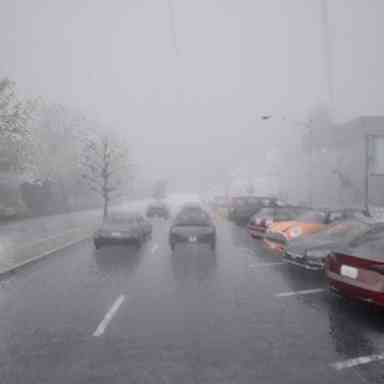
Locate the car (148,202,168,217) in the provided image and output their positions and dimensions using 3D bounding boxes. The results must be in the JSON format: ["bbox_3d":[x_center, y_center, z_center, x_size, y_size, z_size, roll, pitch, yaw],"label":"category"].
[{"bbox_3d":[-2.998,1.695,30.008,1.837,1.490,4.892,0,0,0],"label":"car"}]

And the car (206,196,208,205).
[{"bbox_3d":[4.988,1.757,48.930,4.553,1.767,2.185,1,0,-20],"label":"car"}]

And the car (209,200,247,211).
[{"bbox_3d":[4.966,1.893,45.918,4.674,1.452,2.002,1,0,-20],"label":"car"}]

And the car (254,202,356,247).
[{"bbox_3d":[5.076,1.418,12.919,4.553,1.767,2.185,1,0,-20],"label":"car"}]

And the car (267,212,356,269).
[{"bbox_3d":[5.057,1.530,9.908,4.892,1.521,2.231,1,0,-20],"label":"car"}]

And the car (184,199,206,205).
[{"bbox_3d":[0.001,1.694,29.964,1.837,1.490,4.892,0,0,0],"label":"car"}]

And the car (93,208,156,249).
[{"bbox_3d":[-2.962,1.632,14.988,1.994,1.385,4.181,0,0,0],"label":"car"}]

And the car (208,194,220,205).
[{"bbox_3d":[4.971,1.464,33.901,5.566,2.045,2.435,1,0,-20],"label":"car"}]

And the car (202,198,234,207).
[{"bbox_3d":[4.755,1.954,60.869,5.366,1.575,1.946,1,0,-20],"label":"car"}]

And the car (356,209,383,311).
[{"bbox_3d":[5.092,1.252,3.922,5.566,2.045,2.435,1,0,-20],"label":"car"}]

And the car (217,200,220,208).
[{"bbox_3d":[5.179,1.654,27.981,5.366,1.575,1.946,1,-1,-20],"label":"car"}]

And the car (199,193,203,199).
[{"bbox_3d":[4.890,1.720,66.924,5.566,2.045,2.435,1,0,-20],"label":"car"}]

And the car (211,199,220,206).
[{"bbox_3d":[4.825,1.677,30.847,5.366,1.575,1.946,1,0,-20],"label":"car"}]

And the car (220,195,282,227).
[{"bbox_3d":[5.048,1.351,21.932,5.566,2.045,2.435,1,-1,-20],"label":"car"}]

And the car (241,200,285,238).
[{"bbox_3d":[5.006,1.434,15.905,4.553,1.767,2.185,1,-1,-20],"label":"car"}]

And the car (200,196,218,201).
[{"bbox_3d":[4.842,1.913,93.964,4.674,1.452,2.002,1,0,-20],"label":"car"}]

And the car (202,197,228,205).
[{"bbox_3d":[5.070,1.957,73.017,5.366,1.575,1.946,1,0,-20],"label":"car"}]

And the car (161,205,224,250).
[{"bbox_3d":[0.036,1.558,14.671,2.128,1.511,4.902,0,0,0],"label":"car"}]

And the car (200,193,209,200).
[{"bbox_3d":[4.963,1.697,57.943,5.566,2.045,2.435,1,0,-20],"label":"car"}]

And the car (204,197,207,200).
[{"bbox_3d":[4.967,1.960,54.943,4.792,1.488,2.163,1,-1,-20],"label":"car"}]

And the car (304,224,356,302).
[{"bbox_3d":[5.082,1.544,6.924,4.792,1.488,2.163,1,-1,-20],"label":"car"}]
